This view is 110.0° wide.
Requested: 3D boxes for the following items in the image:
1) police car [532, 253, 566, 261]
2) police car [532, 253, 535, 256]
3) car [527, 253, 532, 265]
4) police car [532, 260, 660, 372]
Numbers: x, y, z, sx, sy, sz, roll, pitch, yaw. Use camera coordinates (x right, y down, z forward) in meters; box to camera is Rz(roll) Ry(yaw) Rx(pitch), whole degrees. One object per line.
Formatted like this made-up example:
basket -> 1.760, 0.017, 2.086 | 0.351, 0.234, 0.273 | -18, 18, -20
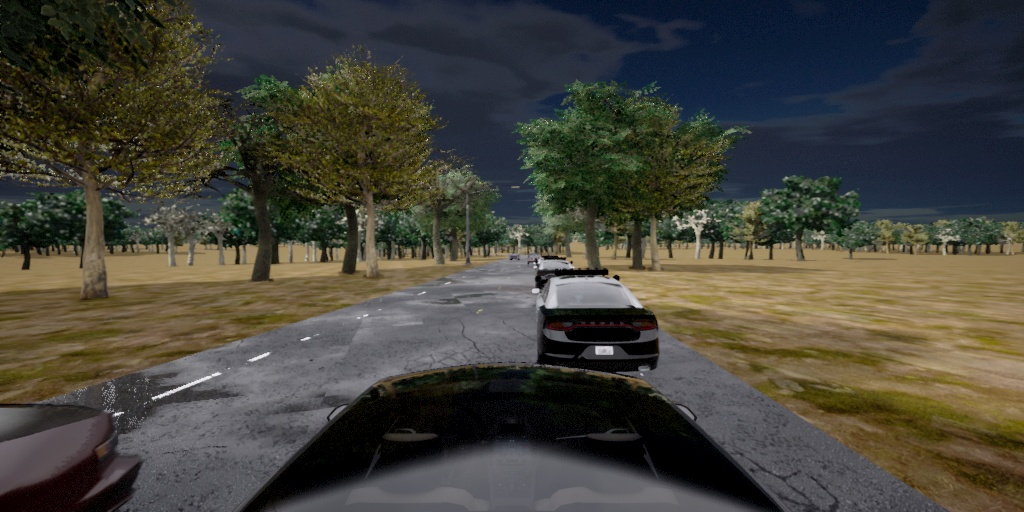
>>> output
police car -> 2.088, 0.855, 17.621 | 1.930, 1.638, 5.238 | 1, 1, 3
police car -> 2.452, 0.764, 23.620 | 1.930, 1.638, 5.238 | 0, 0, 3
car -> 3.093, 0.444, 50.483 | 2.033, 1.411, 5.357 | 0, 1, 3
police car -> 1.458, 1.071, 7.632 | 1.930, 1.638, 5.238 | -1, 1, 4
